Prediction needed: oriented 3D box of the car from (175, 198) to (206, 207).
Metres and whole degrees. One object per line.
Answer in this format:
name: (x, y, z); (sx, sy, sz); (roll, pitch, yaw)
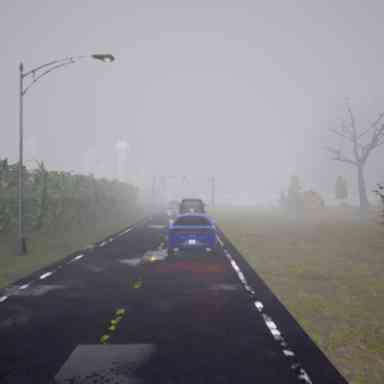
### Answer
car: (0.009, 1.530, 27.613); (2.150, 2.045, 5.566); (0, 0, 0)

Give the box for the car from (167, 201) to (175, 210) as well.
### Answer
car: (-2.784, 2.129, 53.168); (1.812, 1.442, 4.674); (0, -1, 1)

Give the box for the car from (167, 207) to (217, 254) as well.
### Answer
car: (0.027, 1.633, 14.271); (1.882, 1.535, 5.008); (0, 0, 0)
